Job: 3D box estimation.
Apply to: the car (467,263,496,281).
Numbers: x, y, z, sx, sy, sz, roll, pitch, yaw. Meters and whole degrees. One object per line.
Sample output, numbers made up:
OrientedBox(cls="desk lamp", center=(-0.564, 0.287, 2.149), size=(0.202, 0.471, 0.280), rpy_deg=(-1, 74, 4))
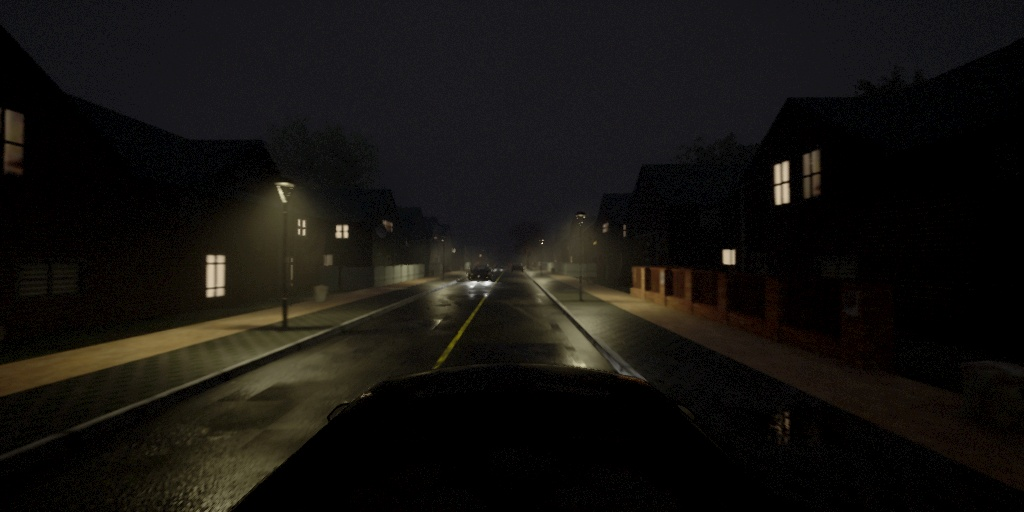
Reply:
OrientedBox(cls="car", center=(-2.838, 1.552, 32.621), size=(1.994, 1.385, 4.181), rpy_deg=(0, -1, 0))

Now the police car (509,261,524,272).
OrientedBox(cls="police car", center=(0.831, 1.703, 56.201), size=(1.930, 1.638, 5.238), rpy_deg=(0, -1, 0))
